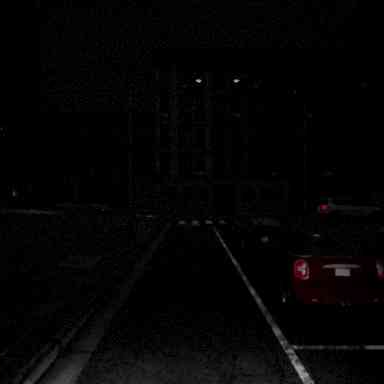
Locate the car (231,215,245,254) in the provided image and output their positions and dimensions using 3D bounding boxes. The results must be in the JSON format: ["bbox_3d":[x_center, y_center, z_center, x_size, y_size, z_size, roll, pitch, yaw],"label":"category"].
[{"bbox_3d":[2.642,1.552,13.287,2.008,1.369,4.403,0,0,0],"label":"car"}]

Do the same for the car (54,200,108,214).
[{"bbox_3d":[-10.795,1.431,32.381,4.718,1.301,1.895,1,0,2],"label":"car"}]

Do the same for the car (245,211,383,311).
[{"bbox_3d":[2.644,1.440,7.783,1.967,1.590,4.097,0,0,0],"label":"car"}]

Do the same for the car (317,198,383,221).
[{"bbox_3d":[14.013,1.558,29.515,5.566,2.045,2.150,1,0,2],"label":"car"}]
